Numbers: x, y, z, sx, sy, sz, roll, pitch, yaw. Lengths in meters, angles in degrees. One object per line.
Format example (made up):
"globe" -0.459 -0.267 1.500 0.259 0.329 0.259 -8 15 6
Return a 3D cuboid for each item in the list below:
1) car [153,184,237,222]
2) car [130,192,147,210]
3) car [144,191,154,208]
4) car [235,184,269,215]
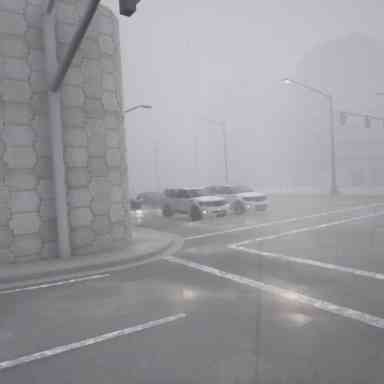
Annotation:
"car" -0.005 0.669 21.573 2.150 2.045 5.566 -5 2 -35
"car" -6.305 1.006 30.527 1.994 1.385 4.181 -5 3 -35
"car" -4.001 0.699 33.318 2.128 1.511 4.902 -5 3 -35
"car" 2.836 0.434 23.601 2.150 2.045 5.566 -5 2 -35
